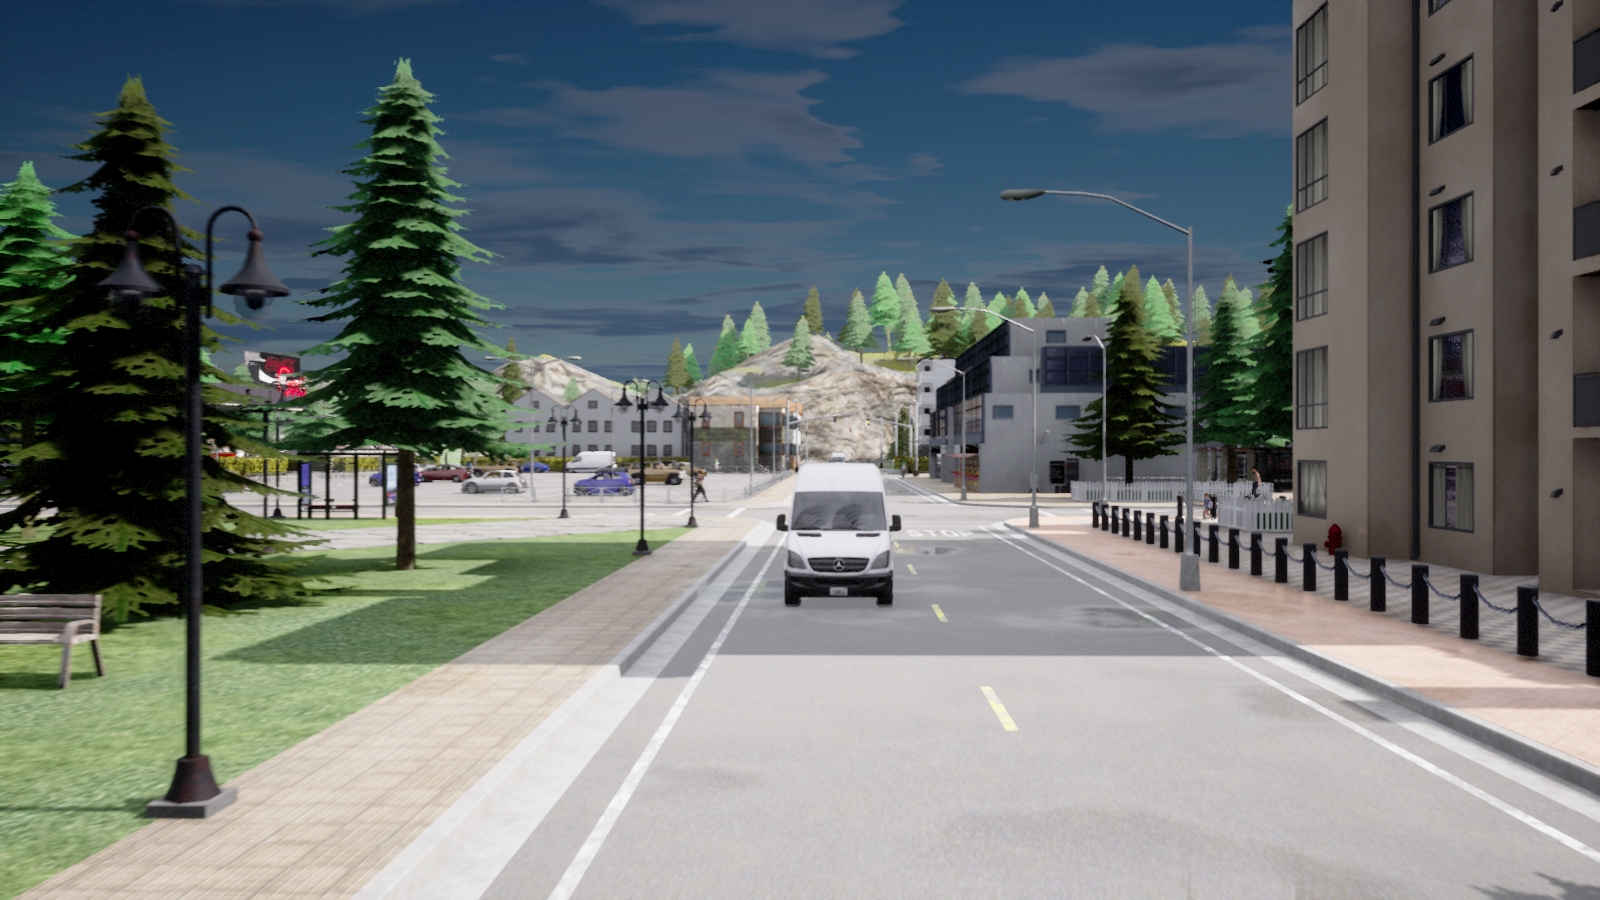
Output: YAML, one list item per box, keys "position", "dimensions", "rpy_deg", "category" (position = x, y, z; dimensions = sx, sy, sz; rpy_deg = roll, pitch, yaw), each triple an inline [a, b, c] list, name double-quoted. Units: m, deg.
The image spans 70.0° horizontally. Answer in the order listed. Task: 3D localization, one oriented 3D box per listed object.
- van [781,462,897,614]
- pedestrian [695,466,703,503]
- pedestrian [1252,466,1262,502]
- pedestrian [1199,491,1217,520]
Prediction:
- position: [0.785, 1.540, 22.598]
  dimensions: [1.988, 2.561, 5.915]
  rpy_deg: [0, 0, 2]
  category: "van"
- position: [-5.099, 1.749, 57.524]
  dimensions: [0.375, 1.860, 0.375]
  rpy_deg: [0, 0, -2]
  category: "pedestrian"
- position: [23.767, 1.753, 59.410]
  dimensions: [0.375, 1.860, 0.375]
  rpy_deg: [0, 0, 5]
  category: "pedestrian"
- position: [15.568, 2.120, 43.578]
  dimensions: [0.500, 1.100, 0.500]
  rpy_deg: [0, 0, -2]
  category: "pedestrian"
